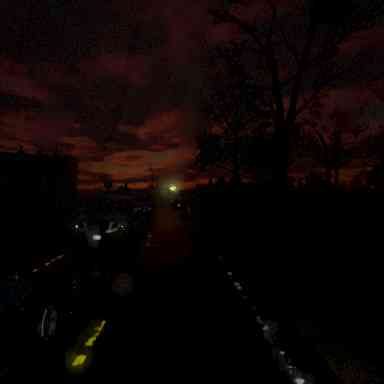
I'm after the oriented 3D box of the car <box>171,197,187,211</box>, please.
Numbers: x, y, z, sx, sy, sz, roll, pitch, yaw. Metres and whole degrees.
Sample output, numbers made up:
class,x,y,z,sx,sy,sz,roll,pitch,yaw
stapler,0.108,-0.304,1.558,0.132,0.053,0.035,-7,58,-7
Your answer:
class,x,y,z,sx,sy,sz,roll,pitch,yaw
car,-1.606,1.541,40.555,1.994,1.385,4.181,0,0,-2

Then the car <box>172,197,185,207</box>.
class,x,y,z,sx,sy,sz,roll,pitch,yaw
car,-2.069,1.492,50.975,1.812,1.442,4.674,0,0,-2

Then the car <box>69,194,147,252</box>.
class,x,y,z,sx,sy,sz,roll,pitch,yaw
car,-3.403,1.216,14.248,2.150,2.045,5.566,0,0,-2

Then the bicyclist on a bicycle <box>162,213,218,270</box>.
class,x,y,z,sx,sy,sz,roll,pitch,yaw
bicyclist on a bicycle,-0.064,1.450,9.772,1.656,1.620,0.582,0,0,-2

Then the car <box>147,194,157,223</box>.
class,x,y,z,sx,sy,sz,roll,pitch,yaw
car,-3.907,1.210,26.008,2.150,2.045,5.566,0,0,-2

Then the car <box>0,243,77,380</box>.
class,x,y,z,sx,sy,sz,roll,pitch,yaw
car,-2.955,1.600,3.530,1.895,1.301,4.718,0,0,-2
